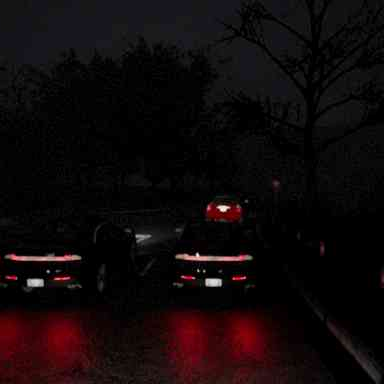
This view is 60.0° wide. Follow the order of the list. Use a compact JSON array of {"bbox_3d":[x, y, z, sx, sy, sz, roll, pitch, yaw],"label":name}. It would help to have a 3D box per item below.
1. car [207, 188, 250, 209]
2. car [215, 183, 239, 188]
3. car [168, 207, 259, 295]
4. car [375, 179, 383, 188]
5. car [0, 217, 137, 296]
[{"bbox_3d":[2.235,0.869,19.869,2.097,1.767,4.553,1,3,15],"label":"car"},{"bbox_3d":[5.020,-0.638,48.615,1.882,1.535,5.008,-1,3,-24],"label":"car"},{"bbox_3d":[0.534,1.394,8.506,2.128,1.511,4.902,0,1,3],"label":"car"},{"bbox_3d":[34.920,-1.577,59.541,2.185,1.767,4.553,-1,4,-15],"label":"car"},{"bbox_3d":[-2.716,1.389,8.470,2.128,1.511,4.902,0,1,3],"label":"car"}]
